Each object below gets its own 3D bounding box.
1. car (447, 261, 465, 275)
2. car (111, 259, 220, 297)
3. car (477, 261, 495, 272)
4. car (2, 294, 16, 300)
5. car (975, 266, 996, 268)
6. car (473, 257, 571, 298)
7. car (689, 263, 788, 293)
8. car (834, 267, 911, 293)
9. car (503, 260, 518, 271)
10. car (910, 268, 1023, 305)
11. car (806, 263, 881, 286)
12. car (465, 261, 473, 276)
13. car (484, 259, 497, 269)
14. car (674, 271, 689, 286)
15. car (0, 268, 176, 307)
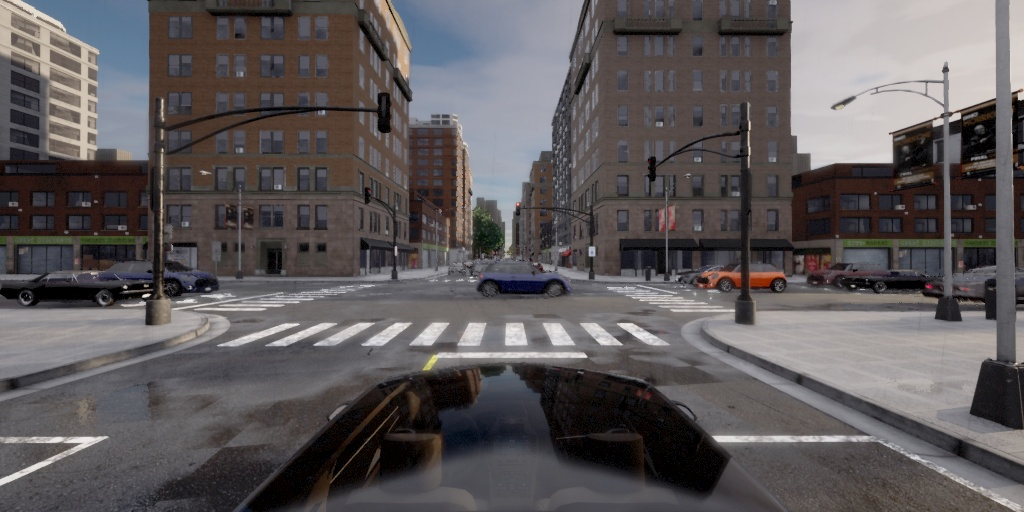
[{"bbox_3d":[-6.064,1.329,39.814,2.007,1.370,4.403,0,0,-1],"label":"car"},{"bbox_3d":[-17.029,1.023,17.442,4.553,1.767,2.097,0,0,0],"label":"car"},{"bbox_3d":[-3.376,1.340,47.363,2.033,1.411,5.357,0,0,-1],"label":"car"},{"bbox_3d":[-5.855,1.190,1.453,1.967,1.591,4.097,0,0,0],"label":"car"},{"bbox_3d":[32.769,1.446,24.524,4.892,1.490,1.837,0,0,0],"label":"car"},{"bbox_3d":[0.572,1.084,17.575,4.553,1.767,2.097,0,0,0],"label":"car"},{"bbox_3d":[13.391,1.181,21.130,4.553,1.767,2.097,0,0,0],"label":"car"},{"bbox_3d":[22.377,1.469,21.199,4.718,1.301,1.895,0,0,-1],"label":"car"},{"bbox_3d":[-0.250,1.295,52.437,2.128,1.511,4.902,0,0,-1],"label":"car"},{"bbox_3d":[19.994,1.352,14.482,5.357,1.411,2.033,0,0,-1],"label":"car"},{"bbox_3d":[22.885,1.249,24.453,4.553,1.767,2.097,0,0,-1],"label":"car"},{"bbox_3d":[-3.268,1.268,37.559,2.128,1.511,4.902,0,0,0],"label":"car"},{"bbox_3d":[-3.487,1.322,57.744,1.837,1.490,4.892,0,0,0],"label":"car"},{"bbox_3d":[13.691,1.347,24.398,4.902,1.511,2.128,0,0,0],"label":"car"},{"bbox_3d":[-16.666,1.246,14.185,4.718,1.301,1.895,0,0,0],"label":"car"}]
